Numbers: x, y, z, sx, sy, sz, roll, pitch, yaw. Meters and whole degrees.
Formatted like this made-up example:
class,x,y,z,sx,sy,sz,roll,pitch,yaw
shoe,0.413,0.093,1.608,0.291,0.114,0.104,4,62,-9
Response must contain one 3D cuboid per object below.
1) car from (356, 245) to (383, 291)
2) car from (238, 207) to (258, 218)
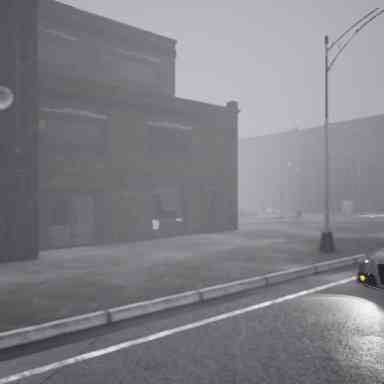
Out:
class,x,y,z,sx,sy,sz,roll,pitch,yaw
car,5.683,1.516,7.693,4.181,1.385,1.994,0,0,-35
car,6.548,2.762,43.831,1.812,1.442,4.674,0,-5,-36
